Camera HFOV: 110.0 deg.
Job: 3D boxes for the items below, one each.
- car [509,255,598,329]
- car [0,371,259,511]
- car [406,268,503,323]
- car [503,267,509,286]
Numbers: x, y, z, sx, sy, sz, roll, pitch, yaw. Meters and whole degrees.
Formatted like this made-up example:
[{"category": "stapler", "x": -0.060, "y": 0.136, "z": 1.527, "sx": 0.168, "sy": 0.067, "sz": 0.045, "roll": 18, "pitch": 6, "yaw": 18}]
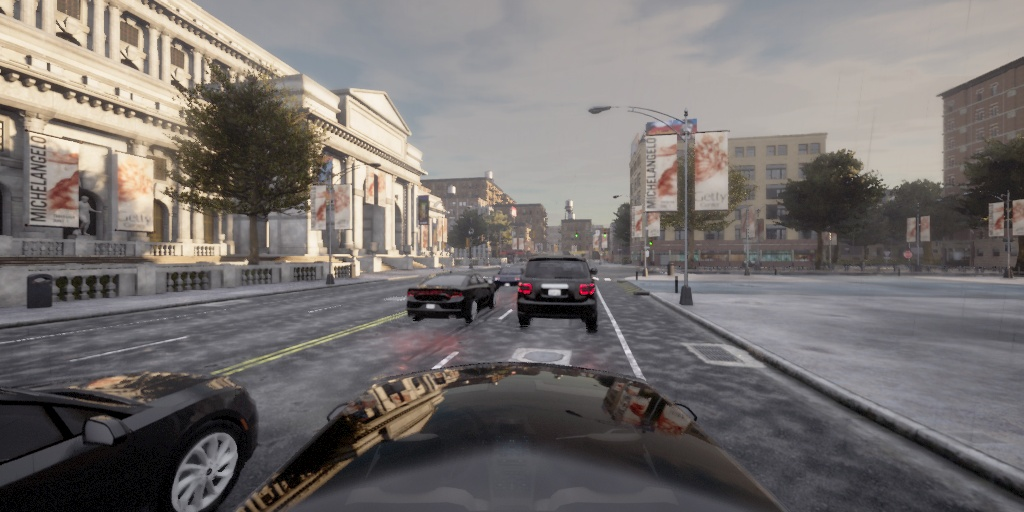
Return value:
[{"category": "car", "x": 1.545, "y": 0.980, "z": 11.546, "sx": 2.150, "sy": 2.045, "sz": 5.566, "roll": 0, "pitch": 0, "yaw": 10}, {"category": "car", "x": -3.203, "y": 1.255, "z": 1.254, "sx": 1.837, "sy": 1.490, "sz": 4.892, "roll": 0, "pitch": 0, "yaw": 0}, {"category": "car", "x": -1.822, "y": 1.234, "z": 12.313, "sx": 1.882, "sy": 1.535, "sz": 5.008, "roll": 0, "pitch": 0, "yaw": 10}, {"category": "car", "x": 0.155, "y": 1.364, "z": 22.969, "sx": 1.895, "sy": 1.301, "sz": 4.718, "roll": 0, "pitch": 0, "yaw": 11}]
